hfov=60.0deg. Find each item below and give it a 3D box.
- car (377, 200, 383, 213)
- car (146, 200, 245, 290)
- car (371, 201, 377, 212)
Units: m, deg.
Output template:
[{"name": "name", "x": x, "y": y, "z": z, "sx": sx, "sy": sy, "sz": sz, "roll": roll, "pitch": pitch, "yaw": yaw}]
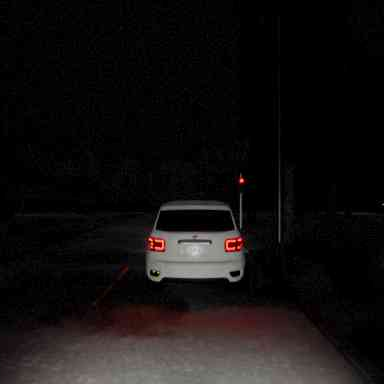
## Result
[{"name": "car", "x": 20.448, "y": 1.547, "z": 30.467, "sx": 5.357, "sy": 1.411, "sz": 2.033, "roll": 0, "pitch": 0, "yaw": 1}, {"name": "car", "x": 0.103, "y": 1.221, "z": 9.207, "sx": 2.150, "sy": 2.045, "sz": 5.566, "roll": 0, "pitch": 0, "yaw": 1}, {"name": "car", "x": 21.729, "y": 1.221, "z": 34.608, "sx": 5.566, "sy": 2.045, "sz": 2.150, "roll": 0, "pitch": 0, "yaw": 1}]
